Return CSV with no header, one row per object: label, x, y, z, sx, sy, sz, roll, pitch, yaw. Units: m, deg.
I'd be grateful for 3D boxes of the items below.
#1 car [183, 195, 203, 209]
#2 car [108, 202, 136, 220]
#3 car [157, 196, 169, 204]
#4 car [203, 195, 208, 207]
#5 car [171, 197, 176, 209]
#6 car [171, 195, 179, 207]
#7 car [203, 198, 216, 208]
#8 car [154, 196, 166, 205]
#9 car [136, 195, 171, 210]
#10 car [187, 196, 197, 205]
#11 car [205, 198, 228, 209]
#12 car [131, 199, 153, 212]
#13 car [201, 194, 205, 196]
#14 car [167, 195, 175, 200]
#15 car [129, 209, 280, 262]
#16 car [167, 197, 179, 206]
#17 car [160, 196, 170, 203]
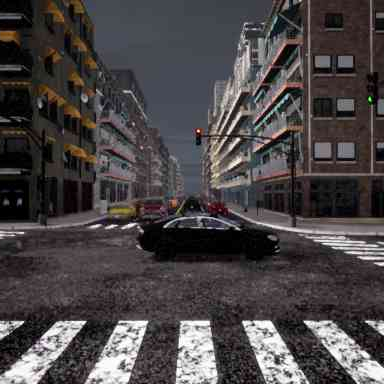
car,0.005,1.487,39.023,1.882,1.535,5.008,0,0,0
car,-5.754,1.532,27.818,1.752,1.417,4.829,1,0,0
car,-5.856,1.572,66.652,2.008,1.369,4.403,1,0,0
car,2.598,1.450,39.042,1.967,1.590,4.097,1,0,0
car,-3.198,1.557,37.561,2.033,1.411,5.357,0,0,0
car,-3.213,1.365,47.350,2.097,1.767,4.553,0,0,0
car,2.568,1.596,50.089,1.802,1.307,4.206,1,0,0
car,-5.841,1.544,60.958,1.752,1.417,4.829,1,0,0
car,-3.147,1.359,28.069,2.097,1.767,4.553,0,0,-1
car,-0.062,1.526,62.673,1.837,1.490,4.892,0,1,0
car,2.611,1.553,33.518,1.887,1.381,4.507,1,0,0
car,-5.784,1.555,39.034,1.887,1.381,4.507,1,0,0
car,2.789,1.380,81.831,2.097,1.767,4.553,0,0,0
car,-5.926,1.587,94.268,2.008,1.369,4.403,1,0,0
car,0.531,1.494,11.580,4.902,1.511,2.128,0,0,-1
car,-3.209,1.617,57.209,1.895,1.301,4.718,0,0,0
car,-5.870,1.568,72.175,1.887,1.381,4.507,1,0,0
